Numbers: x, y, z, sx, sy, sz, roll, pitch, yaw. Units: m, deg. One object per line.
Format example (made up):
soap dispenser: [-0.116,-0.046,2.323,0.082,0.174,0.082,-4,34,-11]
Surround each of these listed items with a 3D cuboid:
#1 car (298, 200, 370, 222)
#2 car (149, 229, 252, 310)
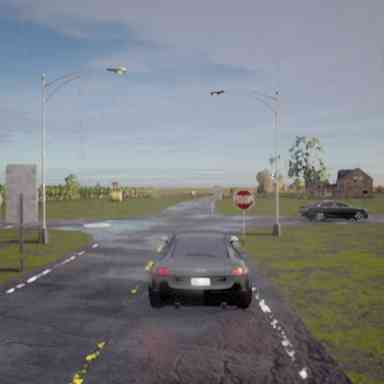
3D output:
car: [10.286,1.353,24.181,4.892,1.490,1.837,0,-1,-2]
car: [0.176,1.547,7.871,1.994,1.385,4.181,0,0,1]
